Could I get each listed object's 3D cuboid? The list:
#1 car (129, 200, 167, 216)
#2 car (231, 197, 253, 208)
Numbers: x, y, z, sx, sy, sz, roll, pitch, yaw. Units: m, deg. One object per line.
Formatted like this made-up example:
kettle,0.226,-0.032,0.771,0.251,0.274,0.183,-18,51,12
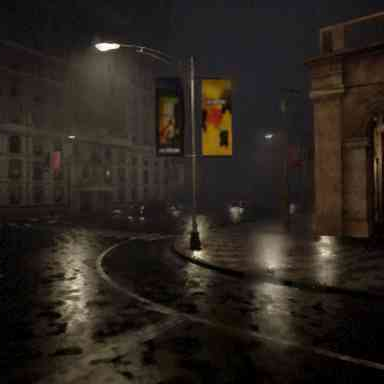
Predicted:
car,-4.796,1.681,36.954,2.097,1.767,4.553,-1,-1,35
car,8.270,1.678,55.135,2.097,1.767,4.553,-1,0,36
